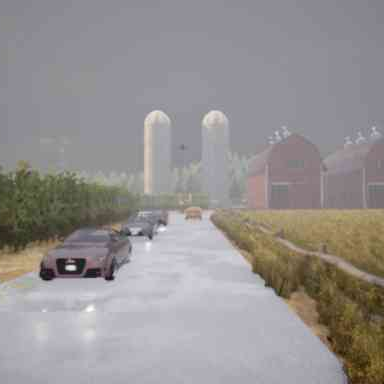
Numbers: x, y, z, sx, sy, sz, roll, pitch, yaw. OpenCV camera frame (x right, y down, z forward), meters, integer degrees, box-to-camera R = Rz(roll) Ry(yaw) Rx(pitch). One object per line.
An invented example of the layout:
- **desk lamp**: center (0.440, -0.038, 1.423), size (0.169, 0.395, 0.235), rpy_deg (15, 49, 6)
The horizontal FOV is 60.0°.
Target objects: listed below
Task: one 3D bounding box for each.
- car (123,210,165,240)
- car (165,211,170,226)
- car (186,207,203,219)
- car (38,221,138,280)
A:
- **car**: center (-3.186, 2.091, 21.105), size (2.128, 1.511, 4.902), rpy_deg (0, -2, 0)
- **car**: center (-3.149, 2.418, 31.571), size (2.033, 1.411, 5.357), rpy_deg (0, -1, 0)
- **car**: center (0.303, 2.581, 42.047), size (1.882, 1.535, 5.008), rpy_deg (0, -1, 3)
- **car**: center (-3.192, 1.864, 10.752), size (1.994, 1.385, 4.181), rpy_deg (0, -2, 0)
